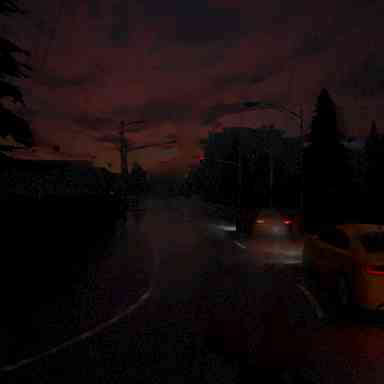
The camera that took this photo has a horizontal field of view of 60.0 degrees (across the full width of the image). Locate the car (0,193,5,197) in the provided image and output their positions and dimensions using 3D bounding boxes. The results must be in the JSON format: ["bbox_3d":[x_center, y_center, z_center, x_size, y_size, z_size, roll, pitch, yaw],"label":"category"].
[{"bbox_3d":[-41.194,1.077,72.277,1.905,1.878,3.866,0,0,-5],"label":"car"}]

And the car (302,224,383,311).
[{"bbox_3d":[4.003,1.478,7.765,1.882,1.535,5.008,0,0,6],"label":"car"}]

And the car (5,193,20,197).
[{"bbox_3d":[-38.337,1.097,72.949,1.932,1.855,4.605,0,0,-5],"label":"car"}]

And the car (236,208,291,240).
[{"bbox_3d":[3.552,1.526,17.079,1.812,1.442,4.674,0,0,-5],"label":"car"}]
